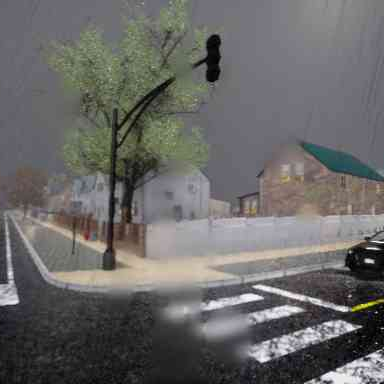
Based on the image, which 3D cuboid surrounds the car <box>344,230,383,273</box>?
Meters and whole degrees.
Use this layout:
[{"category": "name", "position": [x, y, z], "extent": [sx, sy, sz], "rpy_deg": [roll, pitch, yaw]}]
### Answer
[{"category": "car", "position": [7.127, 2.024, 11.492], "extent": [4.181, 1.385, 1.994], "rpy_deg": [2, -4, -35]}]

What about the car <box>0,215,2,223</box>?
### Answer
[{"category": "car", "position": [-29.563, 3.826, 49.858], "extent": [2.033, 1.411, 5.357], "rpy_deg": [4, -4, -29]}]
